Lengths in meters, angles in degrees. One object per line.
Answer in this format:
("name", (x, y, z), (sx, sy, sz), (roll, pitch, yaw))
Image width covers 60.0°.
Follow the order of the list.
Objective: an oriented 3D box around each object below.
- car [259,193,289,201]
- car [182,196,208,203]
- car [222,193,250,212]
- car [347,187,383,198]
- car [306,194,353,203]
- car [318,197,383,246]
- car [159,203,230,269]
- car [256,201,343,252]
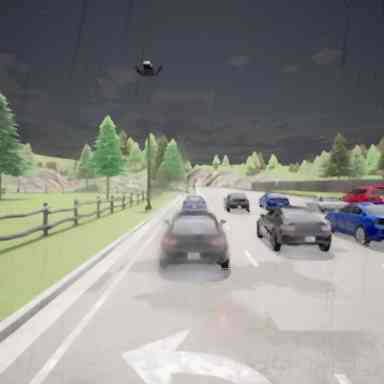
("car", (7.268, 0.788, 29.857), (1.882, 1.535, 5.008), (0, 1, 1))
("car", (0.193, 0.975, 24.641), (2.033, 1.411, 5.357), (0, 1, 1))
("car", (3.751, 0.849, 28.408), (1.837, 1.490, 4.892), (0, 2, 1))
("car", (14.236, 0.598, 27.234), (2.150, 2.045, 5.566), (0, 2, 1))
("car", (10.729, 0.983, 26.845), (1.895, 1.301, 4.718), (0, 1, 1))
("car", (7.134, 1.164, 13.596), (1.882, 1.535, 5.008), (0, 1, 1))
("car", (0.085, 1.288, 10.126), (1.812, 1.442, 4.674), (0, 1, 1))
("car", (3.618, 1.239, 12.388), (1.812, 1.442, 4.674), (0, 1, 1))
